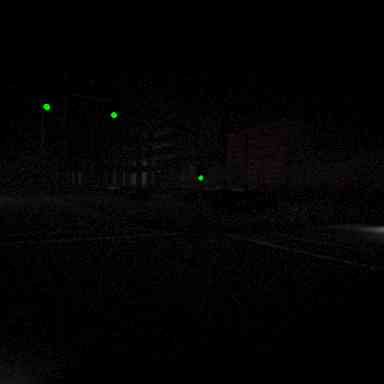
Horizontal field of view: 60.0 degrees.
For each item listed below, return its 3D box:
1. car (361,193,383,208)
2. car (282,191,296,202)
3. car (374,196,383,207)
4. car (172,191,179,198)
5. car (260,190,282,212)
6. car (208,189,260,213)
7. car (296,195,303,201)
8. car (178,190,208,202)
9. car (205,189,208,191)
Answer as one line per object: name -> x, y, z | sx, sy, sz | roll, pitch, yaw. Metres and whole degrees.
car -> 23.369, 1.004, 41.405 | 1.905, 1.878, 3.866 | 1, 1, -29
car -> 14.781, 0.664, 56.672 | 1.932, 1.855, 4.605 | 1, 1, -29
car -> 25.895, 1.267, 42.815 | 1.970, 1.475, 3.806 | 1, 1, -29
car -> -2.272, 0.529, 64.319 | 1.970, 1.475, 3.806 | 1, 1, -29
car -> 6.274, 0.850, 31.770 | 1.905, 1.878, 3.866 | 1, 1, -29
car -> 3.723, 0.823, 30.401 | 1.932, 1.855, 4.605 | 1, 1, -29
car -> 17.335, 0.899, 58.036 | 1.784, 1.438, 3.905 | 1, 1, -29
car -> 0.085, 0.774, 48.328 | 1.970, 1.475, 3.806 | 1, 1, -29
car -> 2.573, 0.330, 67.089 | 1.932, 1.855, 4.605 | 1, 1, -29
